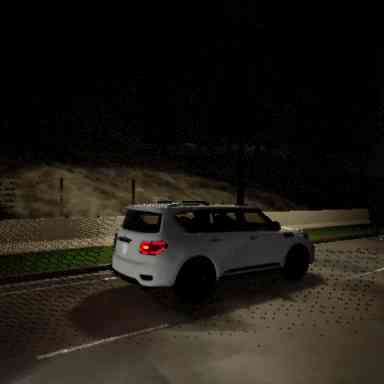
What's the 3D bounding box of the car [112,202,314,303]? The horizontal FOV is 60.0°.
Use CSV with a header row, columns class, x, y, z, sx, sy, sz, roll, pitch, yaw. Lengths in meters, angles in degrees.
class,x,y,z,sx,sy,sz,roll,pitch,yaw
car,0.759,1.281,8.585,5.566,2.045,2.150,1,0,-35
